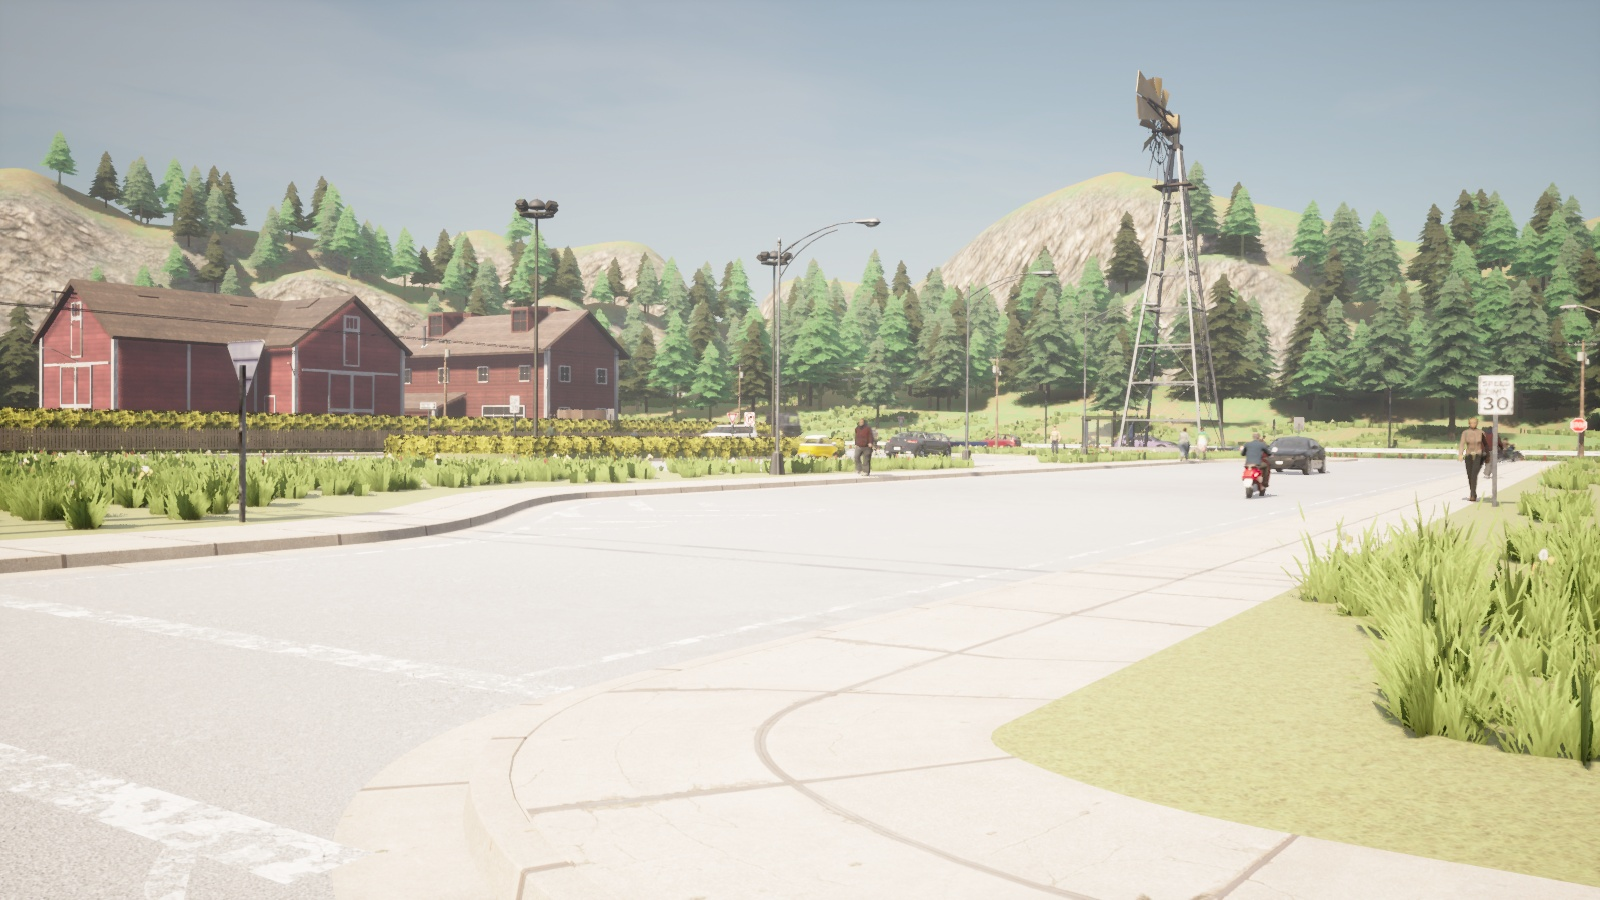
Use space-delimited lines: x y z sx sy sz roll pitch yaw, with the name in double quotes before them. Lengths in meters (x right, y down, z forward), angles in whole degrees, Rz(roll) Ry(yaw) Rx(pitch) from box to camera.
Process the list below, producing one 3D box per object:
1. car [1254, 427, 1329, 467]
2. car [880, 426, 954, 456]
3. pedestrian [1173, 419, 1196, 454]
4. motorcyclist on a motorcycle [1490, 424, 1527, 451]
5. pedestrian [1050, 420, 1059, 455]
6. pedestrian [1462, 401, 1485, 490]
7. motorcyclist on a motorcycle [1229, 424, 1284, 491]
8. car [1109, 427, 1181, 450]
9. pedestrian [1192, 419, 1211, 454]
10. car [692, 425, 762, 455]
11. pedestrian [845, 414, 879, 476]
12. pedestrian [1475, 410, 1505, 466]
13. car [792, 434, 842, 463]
"car" 19.929 -0.165 50.781 1.882 1.535 5.008 0 1 33
"car" 6.725 -0.529 71.623 2.152 1.651 5.027 0 1 33
"pedestrian" 20.371 -0.707 66.582 0.874 1.855 0.900 0 1 39
"motorcyclist on a motorcycle" 44.645 -0.803 79.154 2.350 1.649 0.766 -1 2 -24
"pedestrian" 13.507 -0.647 66.613 0.345 1.836 0.594 0 1 27
"pedestrian" 14.110 -0.100 26.322 0.331 1.846 0.634 0 1 37
"motorcyclist on a motorcycle" 11.152 0.165 30.647 0.866 1.590 1.817 0 1 33
"car" 26.093 -0.871 94.953 4.856 1.649 2.033 0 1 34
"pedestrian" 22.291 -0.767 69.711 0.659 1.952 0.873 0 1 44
"car" -5.245 -0.746 91.097 2.150 2.045 5.566 0 1 33
"pedestrian" 1.892 -0.153 38.251 0.634 1.844 0.899 0 1 32
"pedestrian" 23.085 -0.396 42.021 0.634 1.844 0.899 0 1 45
"car" 0.858 -0.076 62.598 1.481 1.376 2.207 0 1 33
